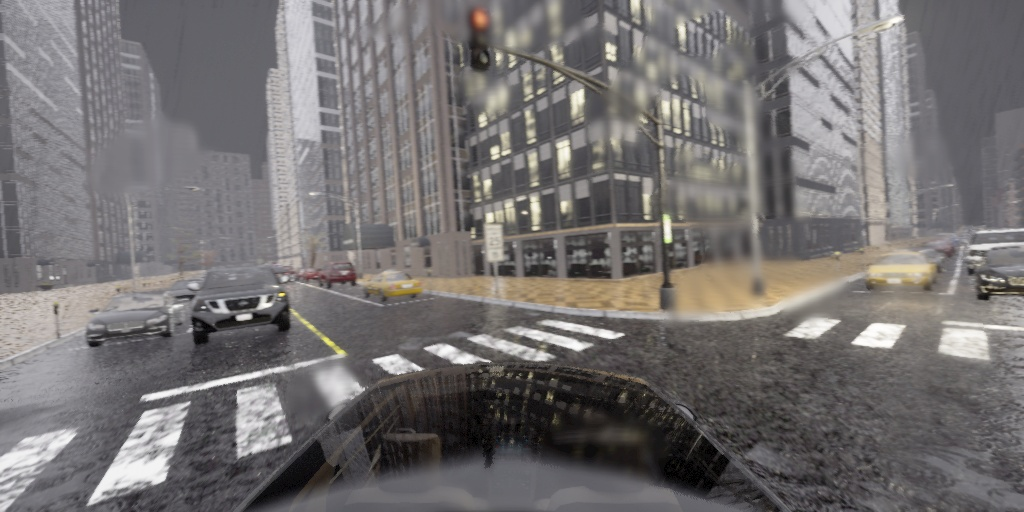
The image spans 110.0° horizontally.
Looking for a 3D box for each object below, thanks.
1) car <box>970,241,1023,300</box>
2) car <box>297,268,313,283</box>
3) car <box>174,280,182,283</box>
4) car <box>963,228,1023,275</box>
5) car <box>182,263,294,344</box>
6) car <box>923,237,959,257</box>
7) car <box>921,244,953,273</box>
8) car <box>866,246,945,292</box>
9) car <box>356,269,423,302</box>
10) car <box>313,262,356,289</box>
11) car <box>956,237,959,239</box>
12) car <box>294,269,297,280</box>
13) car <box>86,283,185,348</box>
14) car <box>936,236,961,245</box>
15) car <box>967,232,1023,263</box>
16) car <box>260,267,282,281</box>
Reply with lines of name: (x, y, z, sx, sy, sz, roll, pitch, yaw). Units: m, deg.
car: (15.175, 0.443, 10.606, 4.892, 1.490, 1.837, -3, 0, -38)
car: (-20.009, 1.866, 36.075, 1.888, 1.381, 4.507, 0, 0, -37)
car: (-19.790, 2.129, 21.990, 1.948, 1.339, 4.313, 0, 0, -37)
car: (22.777, -0.248, 16.597, 5.566, 2.045, 2.150, -3, 0, -38)
car: (-8.605, 1.294, 11.487, 2.150, 2.045, 5.566, -4, 1, -37)
car: (32.918, -0.471, 27.830, 4.507, 1.381, 1.888, 0, 0, -38)
car: (19.596, 0.264, 17.354, 4.313, 1.339, 1.948, 0, 0, -38)
car: (15.022, 0.462, 13.757, 4.829, 1.417, 1.751, 0, 0, -38)
car: (-5.956, 1.326, 17.583, 1.751, 1.417, 4.829, 0, 0, -37)
car: (-13.170, 1.385, 27.105, 2.192, 1.841, 5.009, 0, 0, -37)
car: (37.359, -0.672, 31.323, 4.207, 1.307, 1.802, 0, 0, -38)
car: (-23.674, 2.027, 36.432, 2.128, 1.511, 4.902, -4, 1, -37)
car: (-11.642, 1.812, 11.351, 2.007, 1.370, 4.403, 0, 0, -37)
car: (41.800, -0.946, 34.815, 4.507, 1.381, 1.888, 0, 0, -38)
car: (30.756, -0.545, 22.855, 4.553, 1.767, 2.097, -3, 0, -38)
car: (-30.589, 2.265, 45.460, 1.882, 1.535, 5.008, -4, 2, -37)
